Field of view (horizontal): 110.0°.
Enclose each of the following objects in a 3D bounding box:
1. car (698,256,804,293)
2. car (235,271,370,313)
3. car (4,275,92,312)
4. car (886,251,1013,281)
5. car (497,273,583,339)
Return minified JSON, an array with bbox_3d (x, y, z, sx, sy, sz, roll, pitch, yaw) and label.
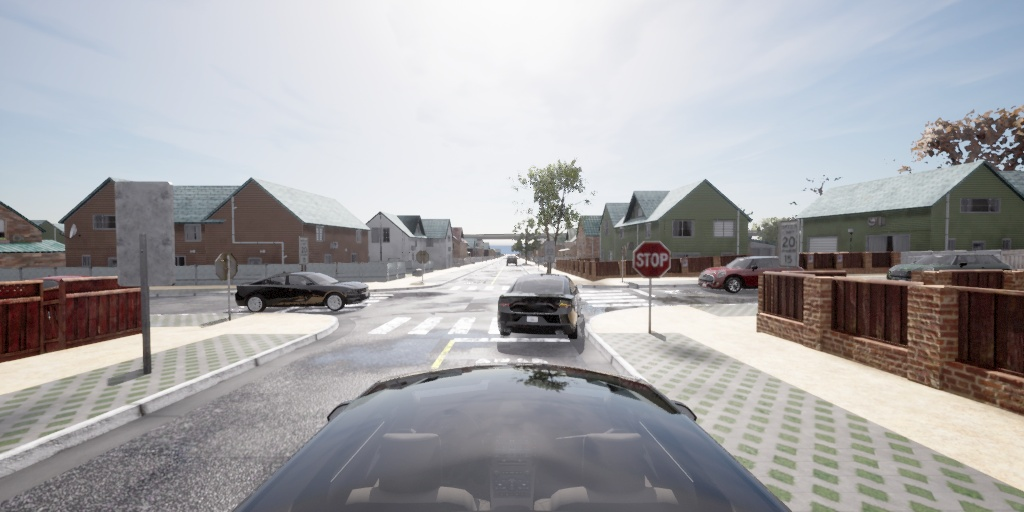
[{"bbox_3d":[11.801,0.819,17.820,4.553,1.767,2.097,-1,2,0],"label":"car"},{"bbox_3d":[-8.473,1.376,14.730,5.008,1.535,1.882,-1,2,0],"label":"car"},{"bbox_3d":[-18.026,1.546,14.664,5.008,1.535,1.882,-1,2,0],"label":"car"},{"bbox_3d":[21.696,0.645,17.895,4.553,1.767,2.097,-1,2,0],"label":"car"},{"bbox_3d":[0.955,1.224,10.207,1.882,1.535,5.008,0,0,12],"label":"car"}]
